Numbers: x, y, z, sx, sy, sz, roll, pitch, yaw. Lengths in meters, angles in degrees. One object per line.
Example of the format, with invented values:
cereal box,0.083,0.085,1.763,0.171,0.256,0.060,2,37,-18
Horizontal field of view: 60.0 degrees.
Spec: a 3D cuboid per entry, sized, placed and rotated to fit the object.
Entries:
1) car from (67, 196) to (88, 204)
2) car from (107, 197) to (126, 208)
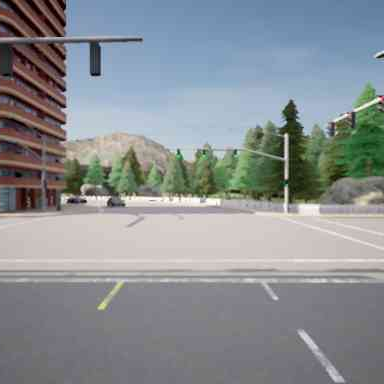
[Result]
car,-20.142,1.454,58.349,4.181,1.385,1.994,0,0,40
car,-10.346,1.419,45.362,1.837,1.490,4.892,0,0,-25
